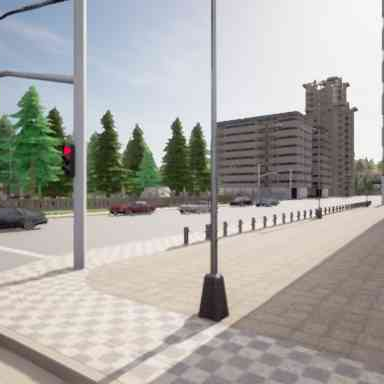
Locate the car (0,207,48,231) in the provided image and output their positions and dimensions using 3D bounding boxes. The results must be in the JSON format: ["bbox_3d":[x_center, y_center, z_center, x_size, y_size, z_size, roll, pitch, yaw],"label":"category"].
[{"bbox_3d":[-10.919,1.543,18.641,2.033,1.411,5.357,0,0,35],"label":"car"}]

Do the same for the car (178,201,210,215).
[{"bbox_3d":[0.557,1.596,34.726,1.895,1.301,4.718,0,0,36],"label":"car"}]

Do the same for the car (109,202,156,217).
[{"bbox_3d":[-5.672,1.595,32.024,1.895,1.301,4.718,0,0,36],"label":"car"}]

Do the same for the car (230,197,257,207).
[{"bbox_3d":[7.524,1.472,50.377,1.882,1.535,5.008,0,0,36],"label":"car"}]

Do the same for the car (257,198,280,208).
[{"bbox_3d":[11.379,1.608,49.730,2.033,1.411,5.357,0,0,36],"label":"car"}]
